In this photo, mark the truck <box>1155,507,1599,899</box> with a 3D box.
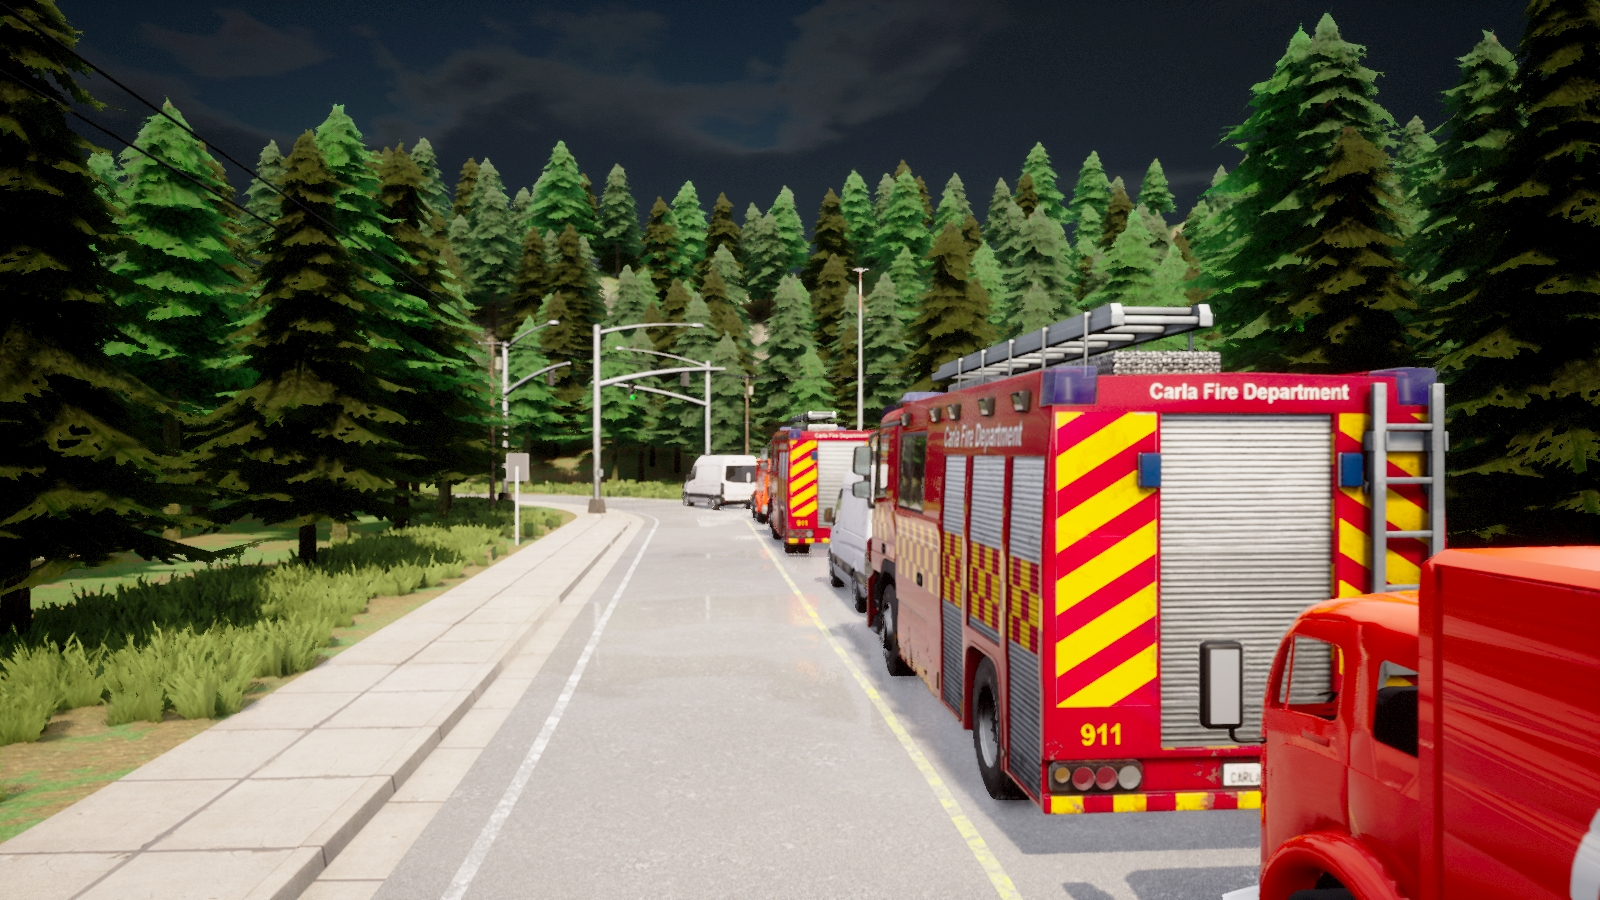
[{"bbox_3d":[3.328,1.530,3.423,2.627,2.467,5.204,0,0,-4],"label":"truck"}]

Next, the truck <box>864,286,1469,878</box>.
[{"bbox_3d":[2.679,0.858,11.729,2.891,3.827,8.468,0,0,-5],"label":"truck"}]

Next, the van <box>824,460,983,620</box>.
[{"bbox_3d":[1.778,1.508,21.776,1.988,2.561,5.915,0,0,-5],"label":"van"}]

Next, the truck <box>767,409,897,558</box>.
[{"bbox_3d":[0.706,0.863,33.851,2.891,3.827,8.468,0,0,-5],"label":"truck"}]

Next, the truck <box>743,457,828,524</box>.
[{"bbox_3d":[-0.653,1.540,45.506,2.627,2.467,5.204,0,0,-9],"label":"truck"}]

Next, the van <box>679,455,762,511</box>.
[{"bbox_3d":[-3.916,1.514,55.187,1.988,2.561,5.915,0,0,-25],"label":"van"}]
